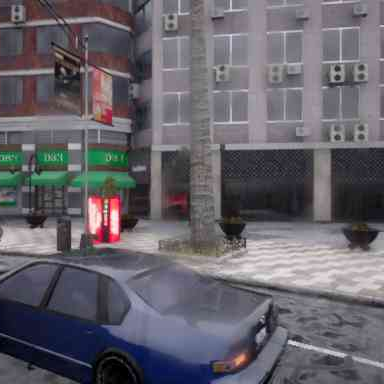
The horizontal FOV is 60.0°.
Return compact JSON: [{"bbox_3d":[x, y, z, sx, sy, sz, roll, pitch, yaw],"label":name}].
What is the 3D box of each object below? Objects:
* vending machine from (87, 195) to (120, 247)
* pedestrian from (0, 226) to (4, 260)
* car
[{"bbox_3d":[-3.733,1.195,14.134,0.880,2.100,1.100,0,0,24],"label":"vending machine"},{"bbox_3d":[-6.313,1.294,10.482,0.375,1.860,0.375,0,0,23],"label":"pedestrian"},{"bbox_3d":[-1.464,1.546,4.702,5.357,1.411,2.033,0,0,29],"label":"car"}]
